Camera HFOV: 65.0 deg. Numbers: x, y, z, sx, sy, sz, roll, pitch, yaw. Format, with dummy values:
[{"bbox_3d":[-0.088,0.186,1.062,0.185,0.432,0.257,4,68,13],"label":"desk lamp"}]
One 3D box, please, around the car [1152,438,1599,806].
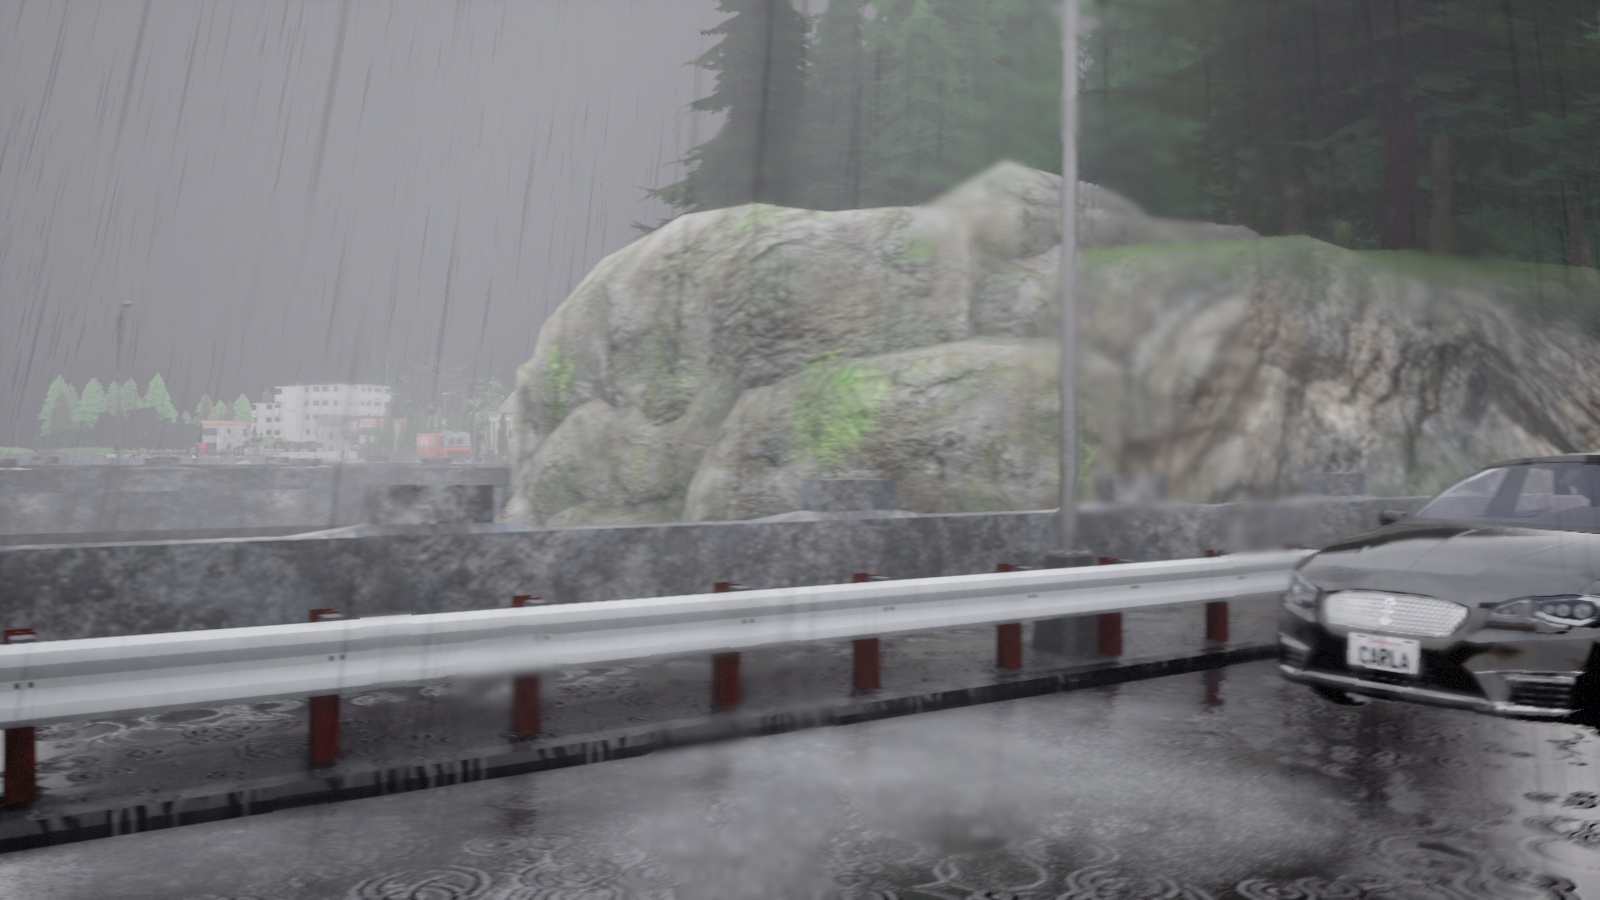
[{"bbox_3d":[4.558,0.710,7.441,4.902,1.511,2.128,0,0,-35],"label":"car"}]
